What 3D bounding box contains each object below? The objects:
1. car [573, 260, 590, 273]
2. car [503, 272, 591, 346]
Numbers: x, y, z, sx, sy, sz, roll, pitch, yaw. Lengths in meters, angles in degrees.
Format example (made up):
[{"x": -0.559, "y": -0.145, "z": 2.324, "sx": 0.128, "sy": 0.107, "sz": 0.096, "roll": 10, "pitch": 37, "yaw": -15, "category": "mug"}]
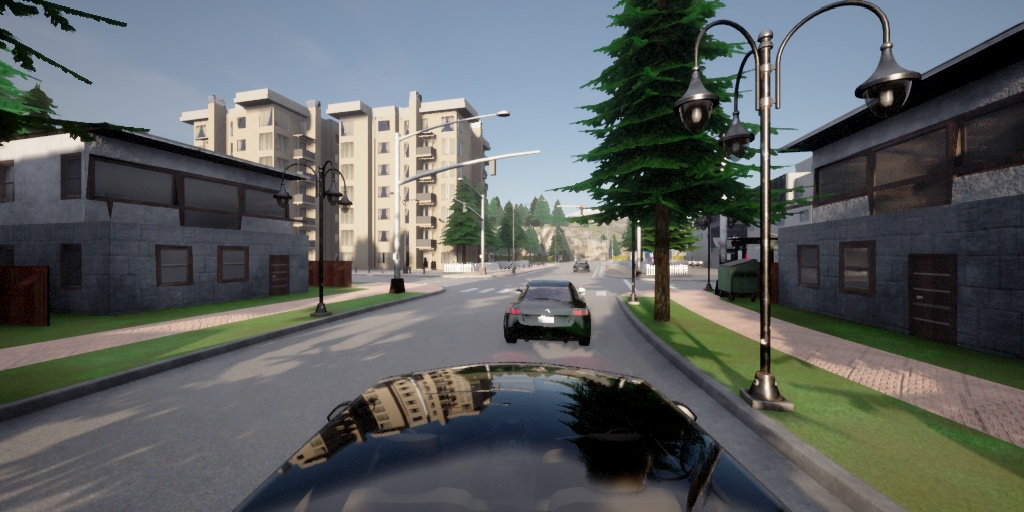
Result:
[{"x": 8.682, "y": 1.276, "z": 44.581, "sx": 2.128, "sy": 1.511, "sz": 4.902, "roll": 0, "pitch": 0, "yaw": 14, "category": "car"}, {"x": 1.012, "y": 1.314, "z": 9.535, "sx": 1.994, "sy": 1.385, "sz": 4.181, "roll": 0, "pitch": 0, "yaw": 9, "category": "car"}]
